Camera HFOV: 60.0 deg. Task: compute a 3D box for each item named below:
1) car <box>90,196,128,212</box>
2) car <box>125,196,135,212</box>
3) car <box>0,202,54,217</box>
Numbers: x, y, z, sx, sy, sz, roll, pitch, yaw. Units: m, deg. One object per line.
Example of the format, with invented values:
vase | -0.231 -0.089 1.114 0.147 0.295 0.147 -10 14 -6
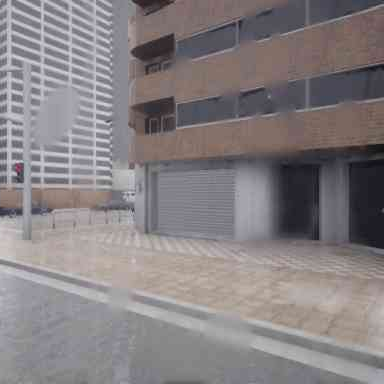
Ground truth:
car | -9.403 1.547 39.434 2.033 1.411 5.357 0 0 36
car | -4.102 1.491 34.513 2.128 1.511 4.902 0 0 36
car | -15.559 1.601 30.977 1.895 1.301 4.718 0 0 36
